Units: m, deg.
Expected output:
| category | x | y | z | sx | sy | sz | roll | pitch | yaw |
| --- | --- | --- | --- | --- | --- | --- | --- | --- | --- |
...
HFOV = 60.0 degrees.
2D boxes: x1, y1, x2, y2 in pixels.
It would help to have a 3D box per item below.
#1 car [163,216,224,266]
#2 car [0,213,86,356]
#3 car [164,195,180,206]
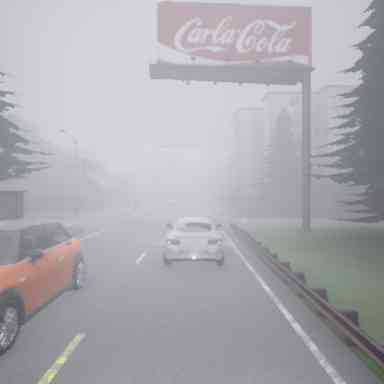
| category | x | y | z | sx | sy | sz | roll | pitch | yaw |
| --- | --- | --- | --- | --- | --- | --- | --- | --- | --- |
| car | 0.067 | 1.539 | 11.438 | 1.812 | 1.442 | 4.674 | 0 | 0 | 0 |
| car | -3.584 | 1.359 | 6.032 | 2.097 | 1.767 | 4.553 | 0 | 0 | 0 |
| car | -3.555 | 1.590 | 56.550 | 1.812 | 1.442 | 4.674 | 0 | 0 | 0 |
